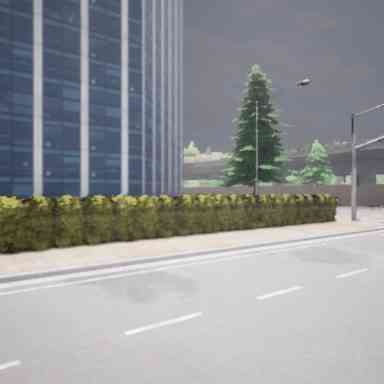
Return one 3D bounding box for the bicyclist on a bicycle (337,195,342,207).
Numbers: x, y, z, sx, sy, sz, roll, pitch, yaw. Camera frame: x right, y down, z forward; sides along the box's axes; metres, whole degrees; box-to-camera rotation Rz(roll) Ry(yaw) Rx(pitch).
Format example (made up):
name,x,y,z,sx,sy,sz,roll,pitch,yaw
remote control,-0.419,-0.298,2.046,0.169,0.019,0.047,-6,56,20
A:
name,x,y,z,sx,sy,sz,roll,pitch,yaw
bicyclist on a bicycle,20.102,1.219,45.621,1.656,1.620,0.582,0,0,-35
